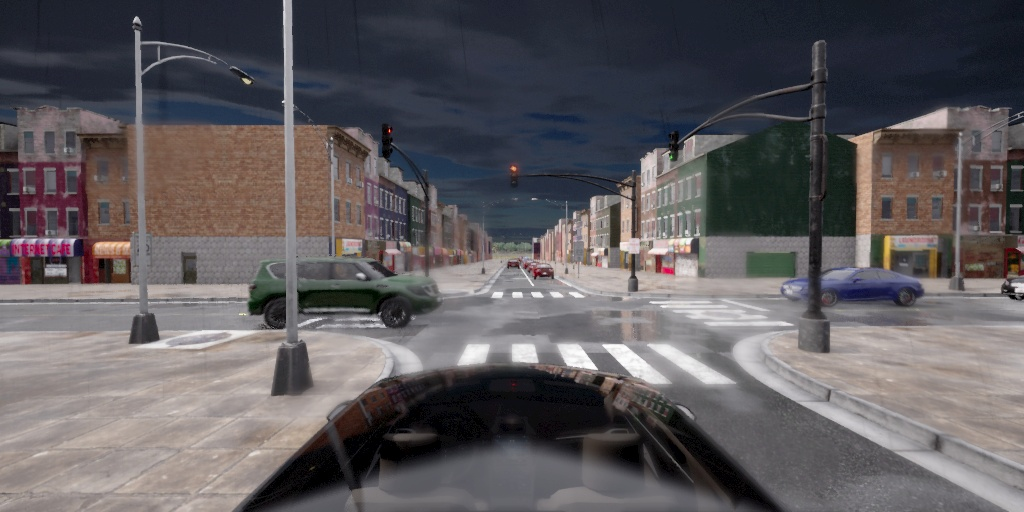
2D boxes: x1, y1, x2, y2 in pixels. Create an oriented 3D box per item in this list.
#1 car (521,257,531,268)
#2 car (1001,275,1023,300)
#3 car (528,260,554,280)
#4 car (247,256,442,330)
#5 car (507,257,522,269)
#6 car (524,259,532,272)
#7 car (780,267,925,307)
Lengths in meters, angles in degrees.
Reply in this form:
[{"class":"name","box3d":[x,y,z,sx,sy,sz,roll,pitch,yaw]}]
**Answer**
[{"class":"car","box3d":[2.744,1.293,53.795,1.888,1.381,4.507,0,0,0]},{"class":"car","box3d":[22.461,1.087,14.069,4.902,1.511,2.128,0,1,0]},{"class":"car","box3d":[2.698,1.292,31.665,1.888,1.381,4.507,0,0,0]},{"class":"car","box3d":[-5.054,1.034,11.175,5.566,2.045,2.150,-1,1,0]},{"class":"car","box3d":[0.215,1.225,57.365,1.882,1.535,5.008,0,0,0]},{"class":"car","box3d":[2.721,1.329,42.730,1.802,1.307,4.207,0,0,0]},{"class":"car","box3d":[13.299,1.160,14.113,4.674,1.442,1.812,0,1,1]}]
